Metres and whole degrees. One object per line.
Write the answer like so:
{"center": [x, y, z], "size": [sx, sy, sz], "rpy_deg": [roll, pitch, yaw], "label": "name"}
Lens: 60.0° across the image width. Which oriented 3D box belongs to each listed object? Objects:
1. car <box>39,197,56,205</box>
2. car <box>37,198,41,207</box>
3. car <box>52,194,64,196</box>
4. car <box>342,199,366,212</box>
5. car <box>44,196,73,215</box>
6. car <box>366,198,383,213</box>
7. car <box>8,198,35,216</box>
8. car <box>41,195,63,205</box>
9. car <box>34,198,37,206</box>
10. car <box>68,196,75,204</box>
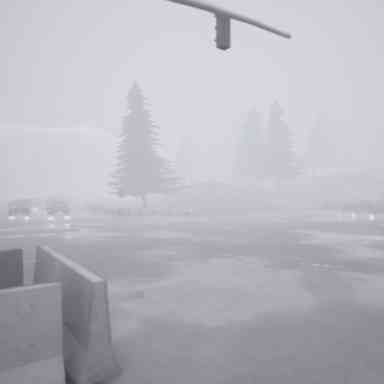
{"center": [-26.819, 1.642, 61.766], "size": [1.895, 1.301, 4.718], "rpy_deg": [0, 0, -11], "label": "car"}
{"center": [-24.706, 1.630, 51.892], "size": [1.895, 1.301, 4.718], "rpy_deg": [0, 0, -17], "label": "car"}
{"center": [-21.332, 1.261, 52.728], "size": [2.150, 2.045, 5.566], "rpy_deg": [0, 0, -18], "label": "car"}
{"center": [19.796, 1.557, 39.470], "size": [5.008, 1.535, 1.882], "rpy_deg": [0, 0, -35], "label": "car"}
{"center": [-14.145, 1.530, 35.046], "size": [1.837, 1.490, 4.892], "rpy_deg": [0, 0, -28], "label": "car"}
{"center": [21.625, 1.432, 36.478], "size": [4.553, 1.767, 2.097], "rpy_deg": [0, 0, -35], "label": "car"}
{"center": [-17.441, 1.562, 33.708], "size": [2.033, 1.411, 5.357], "rpy_deg": [0, 0, -28], "label": "car"}
{"center": [-18.077, 1.522, 43.425], "size": [2.128, 1.511, 4.902], "rpy_deg": [0, 0, -22], "label": "car"}
{"center": [-21.644, 1.568, 42.802], "size": [2.033, 1.411, 5.357], "rpy_deg": [0, 0, -22], "label": "car"}
{"center": [-23.469, 1.530, 62.979], "size": [1.882, 1.535, 5.008], "rpy_deg": [0, 0, -11], "label": "car"}
